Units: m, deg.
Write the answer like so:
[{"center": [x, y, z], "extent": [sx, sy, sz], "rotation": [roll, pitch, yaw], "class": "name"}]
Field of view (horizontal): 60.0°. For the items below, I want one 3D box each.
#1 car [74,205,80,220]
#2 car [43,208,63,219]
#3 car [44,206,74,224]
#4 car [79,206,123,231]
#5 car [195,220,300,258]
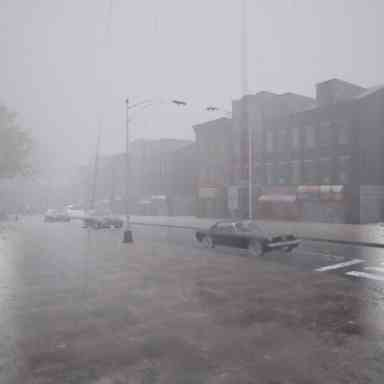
[{"center": [-16.574, 2.896, 45.719], "extent": [2.150, 2.045, 5.566], "rotation": [0, -2, -35], "class": "car"}, {"center": [-22.699, 3.481, 54.310], "extent": [2.097, 1.767, 4.553], "rotation": [0, -2, -36], "class": "car"}, {"center": [-16.367, 2.861, 40.453], "extent": [2.097, 1.767, 4.553], "rotation": [0, -2, -35], "class": "car"}, {"center": [-7.580, 2.237, 28.027], "extent": [2.097, 1.767, 4.553], "rotation": [0, -2, -35], "class": "car"}, {"center": [2.213, 1.883, 14.289], "extent": [1.895, 1.301, 4.718], "rotation": [0, -2, -35], "class": "car"}]
